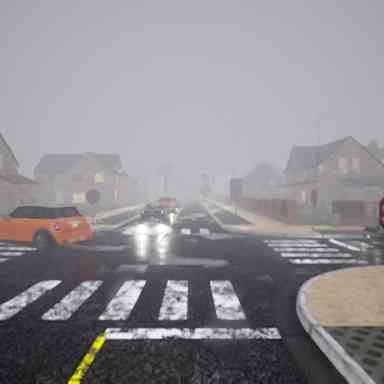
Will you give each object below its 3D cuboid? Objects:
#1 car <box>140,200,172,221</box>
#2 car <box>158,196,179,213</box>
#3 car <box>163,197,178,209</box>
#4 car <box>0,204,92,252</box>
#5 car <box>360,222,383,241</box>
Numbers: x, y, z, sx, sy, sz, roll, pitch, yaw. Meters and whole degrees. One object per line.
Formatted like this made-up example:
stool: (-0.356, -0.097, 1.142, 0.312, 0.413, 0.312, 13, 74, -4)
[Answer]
car: (-2.882, 1.542, 26.360, 1.895, 1.301, 4.718, 0, 0, 0)
car: (-2.888, 1.294, 36.274, 2.097, 1.767, 4.553, 0, 0, 0)
car: (-2.896, 1.477, 46.503, 1.812, 1.442, 4.674, 0, 0, 0)
car: (-6.395, 1.281, 13.608, 4.553, 1.767, 2.097, 1, 1, 26)
car: (10.357, 1.562, 14.435, 5.357, 1.411, 2.033, 0, 0, 2)
